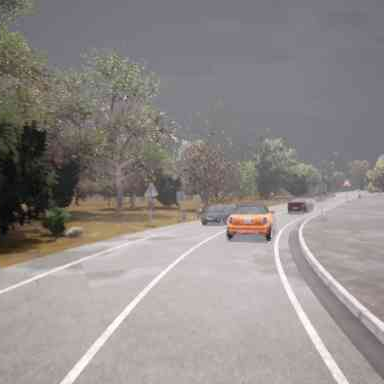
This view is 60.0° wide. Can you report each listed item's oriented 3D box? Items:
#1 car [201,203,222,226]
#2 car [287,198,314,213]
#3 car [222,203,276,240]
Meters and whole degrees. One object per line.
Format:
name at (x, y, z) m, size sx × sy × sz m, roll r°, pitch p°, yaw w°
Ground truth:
car at (2.209, 1.628, 24.683) m, size 1.837 × 1.490 × 4.892 m, roll -2°, pitch -1°, yaw 24°
car at (11.442, 1.324, 34.946) m, size 1.882 × 1.535 × 5.008 m, roll -3°, pitch 0°, yaw 30°
car at (3.214, 1.377, 17.437) m, size 2.097 × 1.767 × 4.553 m, roll -1°, pitch 0°, yaw 17°
